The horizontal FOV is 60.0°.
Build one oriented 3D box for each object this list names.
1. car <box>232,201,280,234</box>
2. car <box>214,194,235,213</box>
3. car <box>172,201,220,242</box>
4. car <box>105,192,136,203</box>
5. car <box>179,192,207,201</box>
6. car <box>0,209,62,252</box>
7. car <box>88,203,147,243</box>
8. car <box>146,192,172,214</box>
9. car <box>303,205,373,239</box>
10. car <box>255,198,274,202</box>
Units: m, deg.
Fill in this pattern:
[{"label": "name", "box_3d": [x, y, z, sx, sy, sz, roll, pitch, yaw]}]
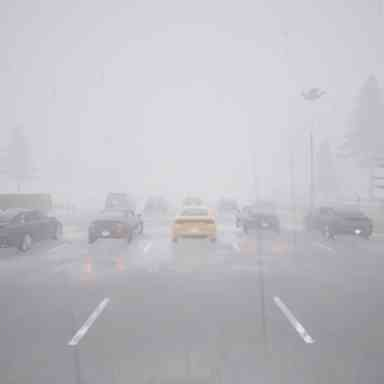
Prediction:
[{"label": "car", "box_3d": [3.588, 1.432, 18.576, 1.812, 1.442, 4.674, 0, 0, 0]}, {"label": "car", "box_3d": [3.604, 1.303, 34.803, 1.882, 1.535, 5.008, 0, 0, 0]}, {"label": "car", "box_3d": [0.100, 1.398, 15.889, 1.882, 1.535, 5.008, 0, 0, 0]}, {"label": "car", "box_3d": [-6.896, 1.060, 32.430, 2.150, 2.045, 5.566, 0, 0, 0]}, {"label": "car", "box_3d": [0.102, 1.187, 32.966, 2.097, 1.767, 4.553, 0, 0, 0]}, {"label": "car", "box_3d": [-6.902, 1.437, 13.483, 1.837, 1.490, 4.892, 0, 0, 0]}, {"label": "car", "box_3d": [-3.409, 1.448, 15.396, 1.812, 1.442, 4.674, 0, 0, 0]}, {"label": "car", "box_3d": [-3.397, 1.187, 32.950, 2.097, 1.767, 4.553, 0, 0, 0]}, {"label": "car", "box_3d": [7.100, 1.421, 16.662, 1.837, 1.490, 4.892, 0, 0, 0]}, {"label": "car", "box_3d": [7.104, 1.338, 33.319, 1.837, 1.490, 4.892, 0, 0, 0]}]
